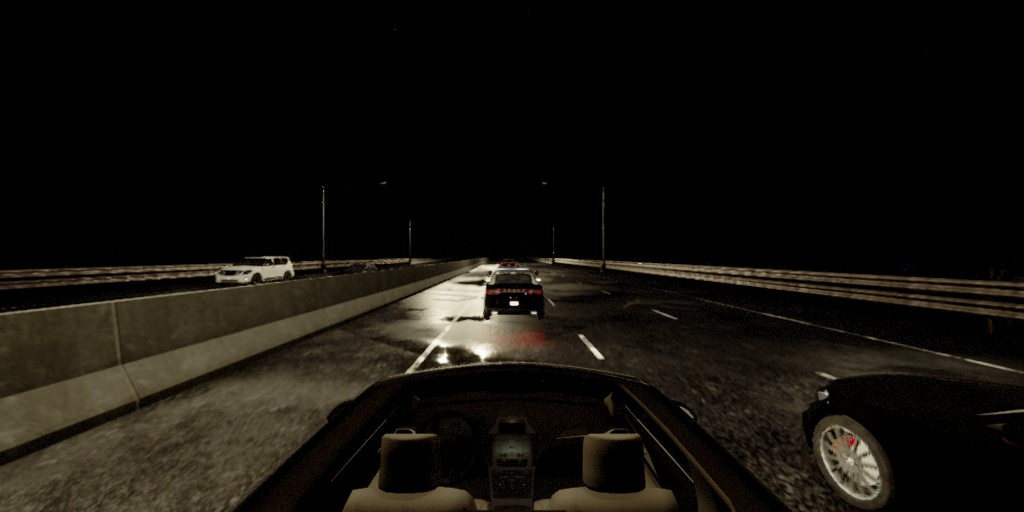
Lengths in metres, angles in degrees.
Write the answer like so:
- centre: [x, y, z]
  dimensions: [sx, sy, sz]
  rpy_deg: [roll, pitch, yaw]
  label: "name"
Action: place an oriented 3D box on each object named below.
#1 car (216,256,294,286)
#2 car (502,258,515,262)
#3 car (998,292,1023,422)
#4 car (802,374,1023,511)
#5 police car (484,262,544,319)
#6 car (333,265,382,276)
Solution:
- centre: [-17.665, 1.027, 25.067]
  dimensions: [2.150, 2.045, 5.566]
  rpy_deg: [0, 0, -1]
  label: "car"
- centre: [-0.400, 1.075, 42.797]
  dimensions: [2.097, 1.767, 4.553]
  rpy_deg: [0, 0, -1]
  label: "car"
- centre: [7.092, 1.226, 2.032]
  dimensions: [1.882, 1.535, 5.008]
  rpy_deg: [0, 0, 0]
  label: "car"
- centre: [3.592, 1.275, 1.335]
  dimensions: [1.812, 1.442, 4.674]
  rpy_deg: [0, 0, 0]
  label: "car"
- centre: [0.051, 1.174, 13.015]
  dimensions: [1.930, 1.638, 5.238]
  rpy_deg: [0, 0, 0]
  label: "police car"
- centre: [-10.665, 1.305, 25.193]
  dimensions: [2.033, 1.411, 5.357]
  rpy_deg: [0, 0, -1]
  label: "car"
